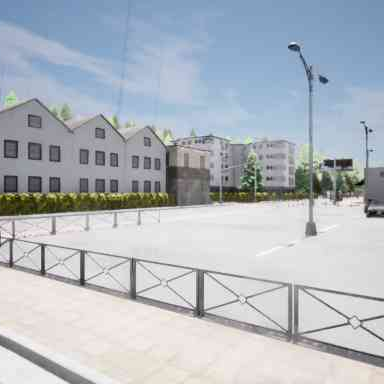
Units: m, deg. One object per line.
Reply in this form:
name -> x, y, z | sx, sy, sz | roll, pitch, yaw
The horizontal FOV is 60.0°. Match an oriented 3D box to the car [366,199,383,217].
car -> 15.364, 1.298, 26.852 | 2.007, 1.523, 4.514 | 0, 0, 35
